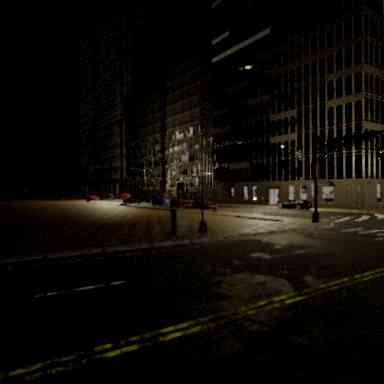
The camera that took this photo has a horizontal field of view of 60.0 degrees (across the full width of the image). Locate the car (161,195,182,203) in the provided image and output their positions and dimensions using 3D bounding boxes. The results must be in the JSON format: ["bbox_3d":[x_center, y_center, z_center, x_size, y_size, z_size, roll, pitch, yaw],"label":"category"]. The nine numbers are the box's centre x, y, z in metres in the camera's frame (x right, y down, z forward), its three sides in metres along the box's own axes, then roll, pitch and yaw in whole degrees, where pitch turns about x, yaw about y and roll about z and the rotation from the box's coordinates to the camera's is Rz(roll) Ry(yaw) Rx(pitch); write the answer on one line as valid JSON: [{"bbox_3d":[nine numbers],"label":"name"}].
[{"bbox_3d":[-3.983,1.371,64.097,1.752,1.417,4.829,-1,1,-34],"label":"car"}]

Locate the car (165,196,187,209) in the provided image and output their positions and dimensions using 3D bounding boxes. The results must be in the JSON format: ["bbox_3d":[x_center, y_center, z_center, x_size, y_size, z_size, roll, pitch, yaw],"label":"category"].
[{"bbox_3d":[-1.510,1.578,45.715,1.802,1.307,4.206,-1,1,-34],"label":"car"}]

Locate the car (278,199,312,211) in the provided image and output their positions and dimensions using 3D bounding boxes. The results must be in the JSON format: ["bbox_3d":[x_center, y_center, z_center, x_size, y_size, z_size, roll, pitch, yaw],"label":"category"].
[{"bbox_3d":[12.236,1.486,39.717,1.947,1.339,4.313,-1,1,-34],"label":"car"}]

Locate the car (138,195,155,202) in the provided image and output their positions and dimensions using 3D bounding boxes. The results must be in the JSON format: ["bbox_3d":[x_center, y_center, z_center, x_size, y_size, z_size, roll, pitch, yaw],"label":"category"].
[{"bbox_3d":[-10.056,1.358,73.172,1.887,1.381,4.507,-1,1,-34],"label":"car"}]

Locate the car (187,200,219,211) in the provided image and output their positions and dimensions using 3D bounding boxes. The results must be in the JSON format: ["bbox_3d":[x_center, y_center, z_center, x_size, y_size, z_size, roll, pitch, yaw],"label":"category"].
[{"bbox_3d":[1.577,1.592,41.101,1.802,1.307,4.206,-1,1,-34],"label":"car"}]

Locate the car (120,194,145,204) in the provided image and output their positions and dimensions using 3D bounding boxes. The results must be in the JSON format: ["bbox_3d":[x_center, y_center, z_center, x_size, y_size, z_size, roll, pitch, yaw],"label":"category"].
[{"bbox_3d":[-10.679,1.478,59.414,1.752,1.417,4.829,-1,1,-34],"label":"car"}]

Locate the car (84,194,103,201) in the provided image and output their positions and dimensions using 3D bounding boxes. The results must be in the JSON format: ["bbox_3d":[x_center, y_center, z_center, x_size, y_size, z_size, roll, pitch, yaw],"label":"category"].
[{"bbox_3d":[-23.124,1.430,78.011,1.887,1.381,4.507,-1,1,-34],"label":"car"}]

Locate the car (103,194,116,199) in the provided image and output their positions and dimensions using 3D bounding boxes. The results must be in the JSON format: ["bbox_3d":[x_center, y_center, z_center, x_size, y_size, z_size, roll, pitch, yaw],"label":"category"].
[{"bbox_3d":[-22.389,1.293,91.601,2.008,1.369,4.403,-1,1,-34],"label":"car"}]

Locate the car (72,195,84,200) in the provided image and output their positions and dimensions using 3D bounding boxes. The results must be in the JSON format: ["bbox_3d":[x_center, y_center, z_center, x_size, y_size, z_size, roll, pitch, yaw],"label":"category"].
[{"bbox_3d":[-29.179,1.413,87.319,1.947,1.339,4.313,-1,1,-34],"label":"car"}]

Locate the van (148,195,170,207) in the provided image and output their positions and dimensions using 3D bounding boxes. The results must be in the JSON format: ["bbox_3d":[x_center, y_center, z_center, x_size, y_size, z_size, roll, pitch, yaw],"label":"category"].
[{"bbox_3d":[-4.600,1.323,50.327,1.690,1.788,3.998,-1,1,-34],"label":"van"}]

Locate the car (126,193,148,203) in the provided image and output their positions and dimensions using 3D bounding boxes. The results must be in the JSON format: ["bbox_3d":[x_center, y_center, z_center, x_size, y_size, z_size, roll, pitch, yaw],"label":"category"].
[{"bbox_3d":[-9.867,1.131,63.063,2.150,2.045,5.566,-1,1,-34],"label":"car"}]

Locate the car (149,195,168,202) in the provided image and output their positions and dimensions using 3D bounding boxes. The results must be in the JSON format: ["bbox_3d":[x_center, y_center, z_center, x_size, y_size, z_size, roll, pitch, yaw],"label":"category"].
[{"bbox_3d":[-6.972,1.381,68.564,2.008,1.369,4.403,-1,1,-34],"label":"car"}]
